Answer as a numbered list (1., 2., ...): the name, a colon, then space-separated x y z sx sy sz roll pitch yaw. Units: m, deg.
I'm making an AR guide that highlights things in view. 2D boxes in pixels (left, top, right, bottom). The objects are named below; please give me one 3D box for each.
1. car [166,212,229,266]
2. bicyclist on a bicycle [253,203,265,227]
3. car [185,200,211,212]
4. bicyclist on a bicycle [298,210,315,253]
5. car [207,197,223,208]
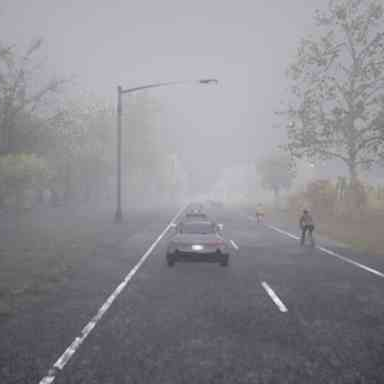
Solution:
1. car: 0.184 1.621 11.842 1.994 1.385 4.181 0 0 1
2. bicyclist on a bicycle: 4.665 1.569 22.859 0.866 1.612 1.509 0 0 0
3. car: 0.339 1.692 30.302 2.033 1.411 5.357 0 0 0
4. bicyclist on a bicycle: 4.564 1.539 13.256 0.582 1.620 1.656 0 -1 0
5. car: 4.055 1.848 55.386 1.994 1.385 4.181 0 0 0
